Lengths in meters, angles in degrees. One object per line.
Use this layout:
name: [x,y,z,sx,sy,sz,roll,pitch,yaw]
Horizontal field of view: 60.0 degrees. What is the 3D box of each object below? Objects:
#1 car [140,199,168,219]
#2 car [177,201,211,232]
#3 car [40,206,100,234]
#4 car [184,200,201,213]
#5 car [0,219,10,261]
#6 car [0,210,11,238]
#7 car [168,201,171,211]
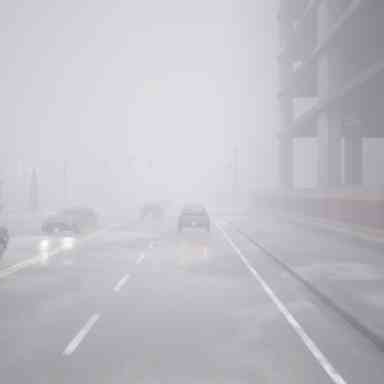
car: [-3.453,1.545,29.561,1.837,1.490,4.892,0,0,1]
car: [0.105,1.518,20.160,2.128,1.511,4.902,0,0,0]
car: [-6.995,1.574,19.826,2.033,1.411,5.357,0,0,0]
car: [0.096,1.653,38.999,1.895,1.301,4.718,0,0,0]
car: [-7.072,1.504,9.258,2.128,1.511,4.902,0,0,0]
car: [-10.527,1.621,15.203,1.895,1.301,4.718,0,0,1]
car: [-3.616,1.602,41.322,2.033,1.411,5.357,0,0,-3]
